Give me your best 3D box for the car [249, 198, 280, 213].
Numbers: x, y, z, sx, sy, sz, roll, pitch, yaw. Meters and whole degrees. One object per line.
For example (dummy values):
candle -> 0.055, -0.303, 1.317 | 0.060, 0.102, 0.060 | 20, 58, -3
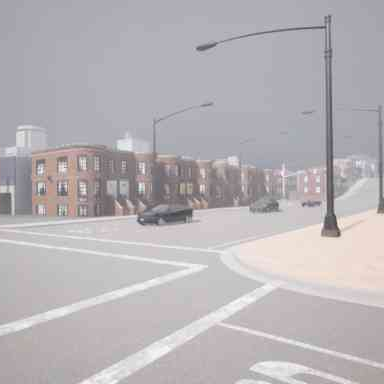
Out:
car -> 8.406, 1.474, 38.375 | 2.097, 1.767, 4.553 | -1, -1, 37

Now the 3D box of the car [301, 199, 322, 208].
car -> 18.578, 1.724, 51.798 | 1.895, 1.301, 4.718 | -1, -1, 37

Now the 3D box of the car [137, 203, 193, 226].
car -> -1.898, 1.606, 24.625 | 1.882, 1.535, 5.008 | -1, 0, 37
